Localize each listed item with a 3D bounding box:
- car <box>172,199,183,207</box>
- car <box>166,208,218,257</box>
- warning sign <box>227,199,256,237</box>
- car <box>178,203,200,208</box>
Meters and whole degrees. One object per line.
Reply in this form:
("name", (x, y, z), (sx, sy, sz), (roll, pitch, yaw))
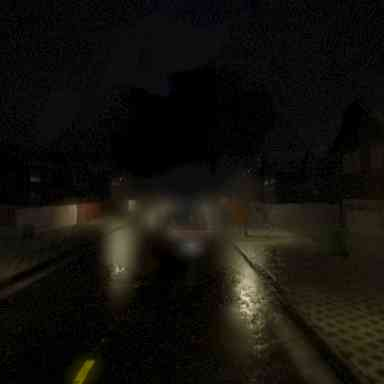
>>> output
("car", (-2.776, 2.083, 64.730), (2.097, 1.767, 4.553), (0, -1, 1))
("car", (0.018, 1.636, 13.517), (2.128, 1.511, 4.902), (0, 0, 0))
("warning sign", (2.505, 1.296, 17.138), (1.300, 1.860, 1.060), (-1, -1, 0))
("car", (0.014, 1.901, 28.273), (1.895, 1.301, 4.718), (0, -1, 0))
